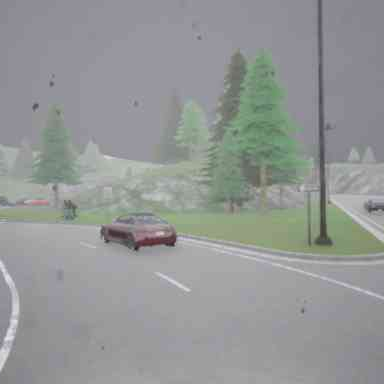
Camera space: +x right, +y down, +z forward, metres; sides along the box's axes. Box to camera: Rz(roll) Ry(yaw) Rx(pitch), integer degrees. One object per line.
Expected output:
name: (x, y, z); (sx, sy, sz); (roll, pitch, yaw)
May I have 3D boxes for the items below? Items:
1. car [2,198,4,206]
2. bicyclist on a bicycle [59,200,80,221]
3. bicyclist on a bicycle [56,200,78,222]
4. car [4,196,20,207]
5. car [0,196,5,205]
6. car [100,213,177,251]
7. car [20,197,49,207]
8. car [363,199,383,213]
car: (-34.396, 2.121, 65.955); (1.895, 1.301, 4.718); (-1, 0, 21)
bicyclist on a bicycle: (-9.443, 1.445, 26.049); (0.582, 1.620, 1.656); (-1, 0, 29)
bicyclist on a bicycle: (-9.876, 1.452, 26.281); (0.582, 1.620, 1.656); (-1, 0, 28)
car: (-31.993, 1.844, 62.442); (2.097, 1.767, 4.553); (-1, 0, 21)
car: (-38.557, 1.814, 64.878); (2.150, 2.045, 5.566); (-1, 0, 21)
car: (-2.432, 1.601, 14.498); (1.994, 1.385, 4.181); (-1, 0, -37)
car: (-28.654, 1.793, 61.390); (2.097, 1.767, 4.553); (-1, 0, 21)
car: (17.972, 1.327, 32.452); (1.895, 1.301, 4.718); (-1, 0, 21)
